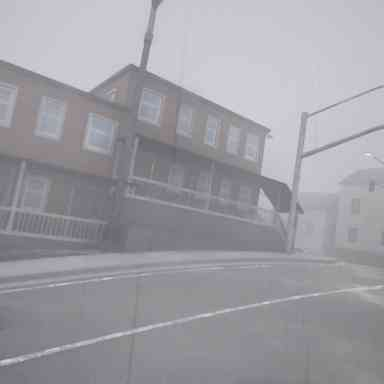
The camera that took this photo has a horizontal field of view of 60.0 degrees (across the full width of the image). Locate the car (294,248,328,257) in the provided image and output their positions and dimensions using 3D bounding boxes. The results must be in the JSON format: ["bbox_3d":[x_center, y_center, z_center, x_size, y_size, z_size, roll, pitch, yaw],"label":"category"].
[{"bbox_3d":[9.703,5.689,29.279,1.812,1.442,4.674,13,-16,-34],"label":"car"}]
